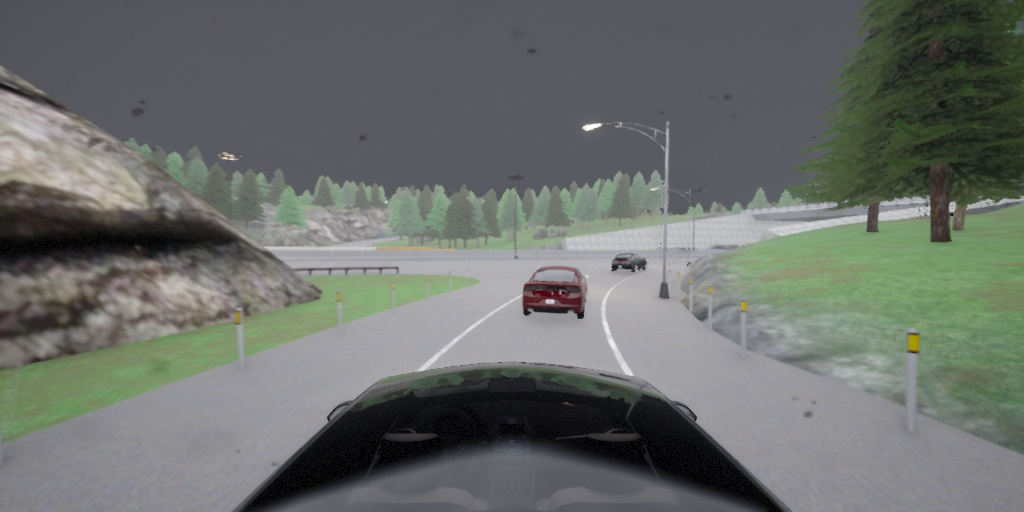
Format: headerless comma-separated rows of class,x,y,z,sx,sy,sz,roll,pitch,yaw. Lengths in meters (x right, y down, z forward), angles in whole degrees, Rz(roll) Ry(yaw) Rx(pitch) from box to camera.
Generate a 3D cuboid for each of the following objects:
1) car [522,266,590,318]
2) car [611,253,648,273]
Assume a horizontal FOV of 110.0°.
car,1.648,1.074,12.594,1.882,1.535,5.008,1,2,13
car,9.729,0.527,29.520,1.837,1.490,4.892,2,2,36
